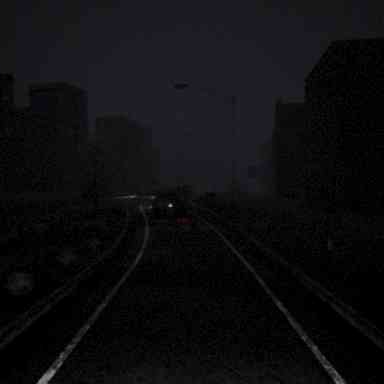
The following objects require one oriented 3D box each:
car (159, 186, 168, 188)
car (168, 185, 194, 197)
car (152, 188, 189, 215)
[{"bbox_3d":[-3.477,-0.130,43.859,2.033,1.411,5.357,1,1,14],"label":"car"},{"bbox_3d":[-1.063,-0.095,39.768,1.837,1.490,4.892,0,1,12],"label":"car"},{"bbox_3d":[-1.709,0.708,23.029,1.994,1.385,4.181,0,4,-10],"label":"car"}]
